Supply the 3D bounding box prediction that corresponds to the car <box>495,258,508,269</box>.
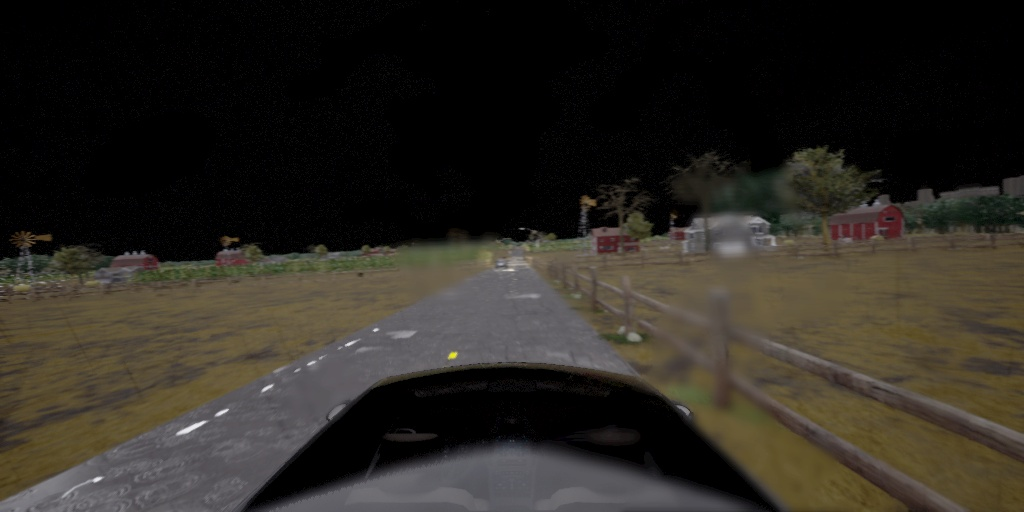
[{"bbox_3d":[-1.557,1.134,54.843,2.128,1.511,4.902,-2,0,1],"label":"car"}]
